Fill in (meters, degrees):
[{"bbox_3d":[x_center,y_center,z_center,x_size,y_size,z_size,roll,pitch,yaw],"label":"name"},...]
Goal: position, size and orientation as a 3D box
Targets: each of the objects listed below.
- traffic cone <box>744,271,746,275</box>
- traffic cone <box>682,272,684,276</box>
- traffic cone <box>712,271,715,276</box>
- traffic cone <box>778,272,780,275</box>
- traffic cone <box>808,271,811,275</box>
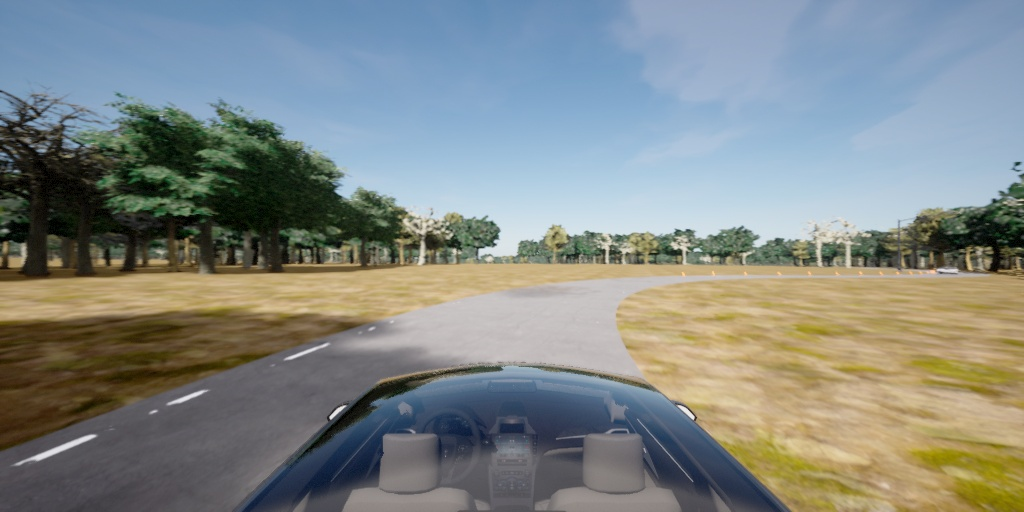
[{"bbox_3d":[29.789,2.190,45.788,0.340,0.580,0.340,0,0,-15],"label":"traffic cone"},{"bbox_3d":[19.970,2.066,41.814,0.340,0.580,0.340,0,0,-29],"label":"traffic cone"},{"bbox_3d":[24.766,2.129,44.082,0.340,0.580,0.340,0,0,-22],"label":"traffic cone"},{"bbox_3d":[34.942,2.249,46.910,0.340,0.580,0.340,0,0,-10],"label":"traffic cone"},{"bbox_3d":[39.710,2.305,47.846,0.340,0.580,0.340,0,0,-13],"label":"traffic cone"}]
